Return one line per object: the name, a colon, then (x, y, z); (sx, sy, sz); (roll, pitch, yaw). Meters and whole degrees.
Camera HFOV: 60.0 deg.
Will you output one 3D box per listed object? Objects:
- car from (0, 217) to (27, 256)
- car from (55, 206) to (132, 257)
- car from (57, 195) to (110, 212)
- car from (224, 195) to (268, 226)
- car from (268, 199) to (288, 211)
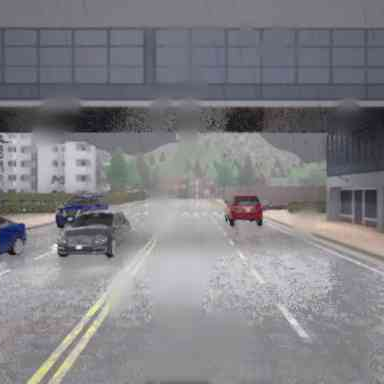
car: (-7.093, 1.477, 10.361); (1.882, 1.535, 5.008); (0, 0, 0)
car: (-3.590, 1.503, 12.975); (1.837, 1.490, 4.892); (0, 0, 0)
car: (-7.041, 1.221, 22.091); (2.150, 2.045, 5.566); (0, 0, 0)
car: (3.573, 1.219, 23.663); (2.150, 2.045, 5.566); (0, 0, 1)
car: (9.637, 1.556, 39.430); (4.181, 1.385, 1.994); (0, 0, -15)
